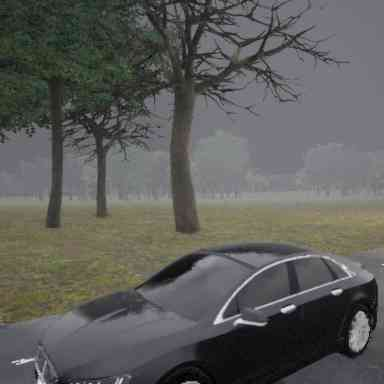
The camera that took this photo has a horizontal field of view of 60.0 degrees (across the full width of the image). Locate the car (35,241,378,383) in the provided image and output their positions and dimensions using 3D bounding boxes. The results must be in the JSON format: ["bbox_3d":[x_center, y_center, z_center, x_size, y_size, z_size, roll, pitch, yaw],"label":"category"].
[{"bbox_3d":[0.606,1.503,4.423,4.892,1.490,1.837,0,0,-35],"label":"car"}]
